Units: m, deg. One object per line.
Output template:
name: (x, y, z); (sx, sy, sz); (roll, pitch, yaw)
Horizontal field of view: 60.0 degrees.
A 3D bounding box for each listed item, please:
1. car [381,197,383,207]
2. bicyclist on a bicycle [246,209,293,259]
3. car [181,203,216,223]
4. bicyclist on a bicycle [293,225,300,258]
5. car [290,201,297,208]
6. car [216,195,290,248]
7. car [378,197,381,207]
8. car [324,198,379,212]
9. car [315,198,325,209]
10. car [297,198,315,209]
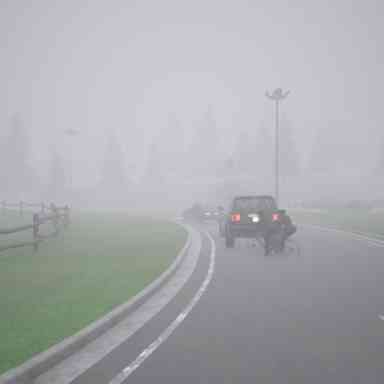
car: (27.995, 1.351, 43.547); (4.553, 1.767, 2.097); (0, 0, 3)
bicyclist on a bicycle: (2.541, 1.469, 11.605); (0.582, 1.620, 1.656); (0, 1, -40)
car: (0.814, 1.547, 25.378); (2.033, 1.411, 5.357); (0, 0, -20)
bicyclist on a bicycle: (3.203, 1.436, 11.782); (0.582, 1.620, 1.656); (0, 13, -38)
car: (16.146, 1.525, 47.535); (4.674, 1.442, 1.812); (0, 0, 3)
car: (2.446, 1.187, 14.893); (2.150, 2.045, 5.566); (-2, -2, 1)
car: (26.712, 1.478, 47.099); (5.008, 1.535, 1.882); (0, 0, 2)
car: (17.666, 1.525, 36.971); (4.674, 1.442, 1.812); (0, 0, 3)
car: (18.328, 1.548, 40.445); (5.357, 1.411, 2.033); (0, 0, 2)
car: (17.006, 1.478, 43.998); (5.008, 1.535, 1.882); (0, 0, 2)
